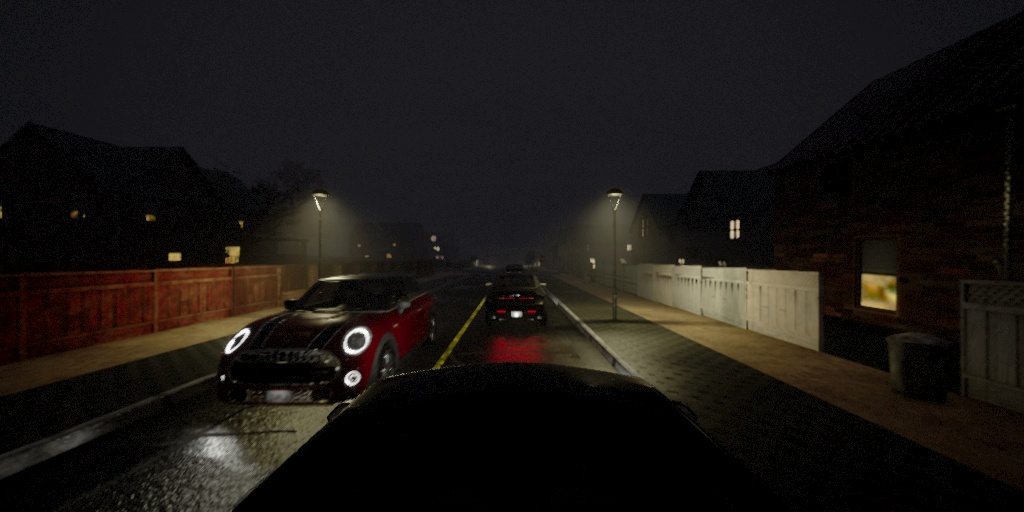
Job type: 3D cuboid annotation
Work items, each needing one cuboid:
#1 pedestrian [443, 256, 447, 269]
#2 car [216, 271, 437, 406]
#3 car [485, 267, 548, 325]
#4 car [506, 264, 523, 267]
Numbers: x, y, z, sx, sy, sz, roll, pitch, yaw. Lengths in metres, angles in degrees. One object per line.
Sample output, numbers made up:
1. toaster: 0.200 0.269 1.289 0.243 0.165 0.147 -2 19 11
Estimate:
1. pedestrian: -9.494 0.906 50.960 0.375 1.860 0.375 0 0 1
2. car: -2.834 1.129 6.617 2.097 1.767 4.553 0 0 0
3. car: 0.135 1.314 12.127 1.837 1.490 4.892 0 0 0
4. car: 0.200 1.409 28.892 1.837 1.490 4.892 0 0 0
